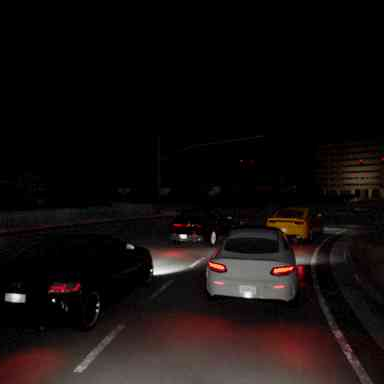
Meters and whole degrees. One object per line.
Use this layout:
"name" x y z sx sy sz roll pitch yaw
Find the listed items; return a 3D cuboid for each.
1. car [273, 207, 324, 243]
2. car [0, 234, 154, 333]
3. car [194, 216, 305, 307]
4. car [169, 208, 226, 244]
"car" 5.223 1.494 16.521 1.882 1.535 5.008 0 0 30
"car" -2.261 1.570 6.988 1.994 1.385 4.181 0 0 12
"car" 1.532 1.534 8.013 1.812 1.442 4.674 0 0 14
"car" 0.622 1.520 15.422 1.837 1.490 4.892 0 0 24
